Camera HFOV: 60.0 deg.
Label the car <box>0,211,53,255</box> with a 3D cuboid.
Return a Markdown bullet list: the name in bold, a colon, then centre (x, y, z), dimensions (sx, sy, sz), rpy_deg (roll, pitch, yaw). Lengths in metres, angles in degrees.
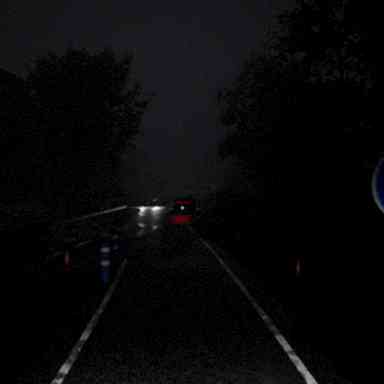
- **car**: centre (-6.724, 1.450, 11.523), dimensions (2.128, 1.511, 4.902), rpy_deg (0, 2, 6)

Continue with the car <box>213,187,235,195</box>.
- **car**: centre (8.980, -0.253, 92.786), dimensions (5.566, 2.045, 2.435), rpy_deg (1, 0, -17)

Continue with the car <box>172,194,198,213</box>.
- **car**: centre (-0.603, 0.971, 29.376), dimensions (1.837, 1.490, 4.892), rpy_deg (0, 2, 4)

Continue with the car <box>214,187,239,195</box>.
- **car**: centre (8.365, -0.237, 80.935), dimensions (5.566, 2.045, 2.435), rpy_deg (1, 0, -17)

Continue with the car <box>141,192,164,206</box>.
- **car**: centre (-4.452, 0.781, 37.468), dimensions (1.812, 1.442, 4.674), rpy_deg (0, 2, 5)

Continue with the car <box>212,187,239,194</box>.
- **car**: centre (8.273, -0.234, 78.008), dimensions (5.566, 2.045, 2.435), rpy_deg (1, 0, -17)
